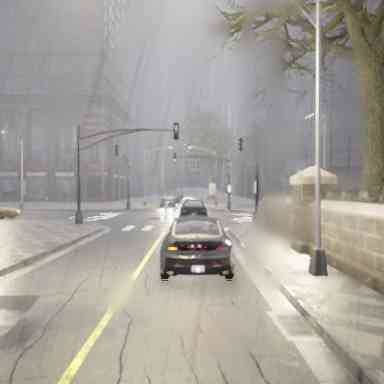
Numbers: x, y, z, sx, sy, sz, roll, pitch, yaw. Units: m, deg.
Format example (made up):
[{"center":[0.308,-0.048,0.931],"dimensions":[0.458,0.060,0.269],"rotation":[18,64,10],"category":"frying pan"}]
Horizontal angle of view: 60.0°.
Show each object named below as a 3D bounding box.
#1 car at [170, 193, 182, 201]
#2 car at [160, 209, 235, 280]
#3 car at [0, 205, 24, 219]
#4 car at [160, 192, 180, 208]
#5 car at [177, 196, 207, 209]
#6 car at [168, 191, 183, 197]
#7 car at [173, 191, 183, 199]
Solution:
[{"center":[-2.991,0.942,63.125],"dimensions":[2.128,1.511,4.902],"rotation":[0,1,0],"category":"car"},{"center":[0.105,1.450,9.784],"dimensions":[1.837,1.490,4.892],"rotation":[0,0,-1],"category":"car"},{"center":[-14.929,1.265,24.252],"dimensions":[4.829,1.417,1.752],"rotation":[1,0,0],"category":"car"},{"center":[-3.084,1.187,43.247],"dimensions":[2.128,1.511,4.902],"rotation":[0,1,0],"category":"car"},{"center":[0.104,1.335,25.002],"dimensions":[1.882,1.535,5.008],"rotation":[0,1,0],"category":"car"},{"center":[-3.062,0.800,53.130],"dimensions":[2.150,2.045,5.566],"rotation":[0,1,1],"category":"car"},{"center":[-2.990,0.655,73.411],"dimensions":[2.097,1.767,4.553],"rotation":[0,1,0],"category":"car"}]
